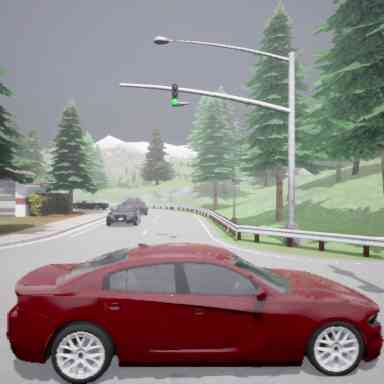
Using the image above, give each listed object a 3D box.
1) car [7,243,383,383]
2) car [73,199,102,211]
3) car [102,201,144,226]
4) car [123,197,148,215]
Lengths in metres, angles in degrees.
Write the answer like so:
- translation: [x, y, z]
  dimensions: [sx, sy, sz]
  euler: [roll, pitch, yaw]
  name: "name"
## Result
- translation: [0.097, 1.527, 4.860]
  dimensions: [5.008, 1.535, 1.882]
  euler: [1, 0, -3]
  name: "car"
- translation: [-12.582, 1.570, 40.529]
  dimensions: [4.718, 1.301, 1.895]
  euler: [0, 0, 13]
  name: "car"
- translation: [-4.688, 1.543, 23.214]
  dimensions: [1.994, 1.385, 4.181]
  euler: [0, 0, -4]
  name: "car"
- translation: [-5.794, 1.324, 32.977]
  dimensions: [2.097, 1.767, 4.553]
  euler: [0, 0, -21]
  name: "car"
